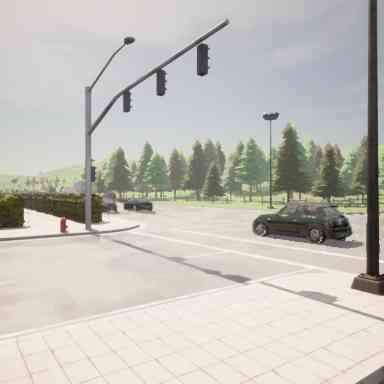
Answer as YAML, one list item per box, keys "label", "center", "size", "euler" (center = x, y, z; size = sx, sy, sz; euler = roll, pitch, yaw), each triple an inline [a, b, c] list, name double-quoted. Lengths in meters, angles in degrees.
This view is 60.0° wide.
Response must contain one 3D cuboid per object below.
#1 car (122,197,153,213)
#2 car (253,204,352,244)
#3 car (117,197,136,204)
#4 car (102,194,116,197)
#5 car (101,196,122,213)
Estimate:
- label: "car"
  center: [-6.217, 1.477, 37.908]
  size: [1.882, 1.535, 5.008]
  euler: [0, 0, -35]
- label: "car"
  center: [5.110, 1.352, 16.087]
  size: [2.097, 1.767, 4.553]
  euler: [0, 0, -38]
- label: "car"
  center: [-13.128, 1.601, 66.505]
  size: [1.895, 1.301, 4.718]
  euler: [0, 0, -35]
- label: "car"
  center: [-16.767, 1.601, 65.607]
  size: [1.895, 1.301, 4.718]
  euler: [0, 0, -34]
- label: "car"
  center: [-9.771, 1.526, 36.898]
  size: [1.812, 1.442, 4.674]
  euler: [0, 0, -35]
